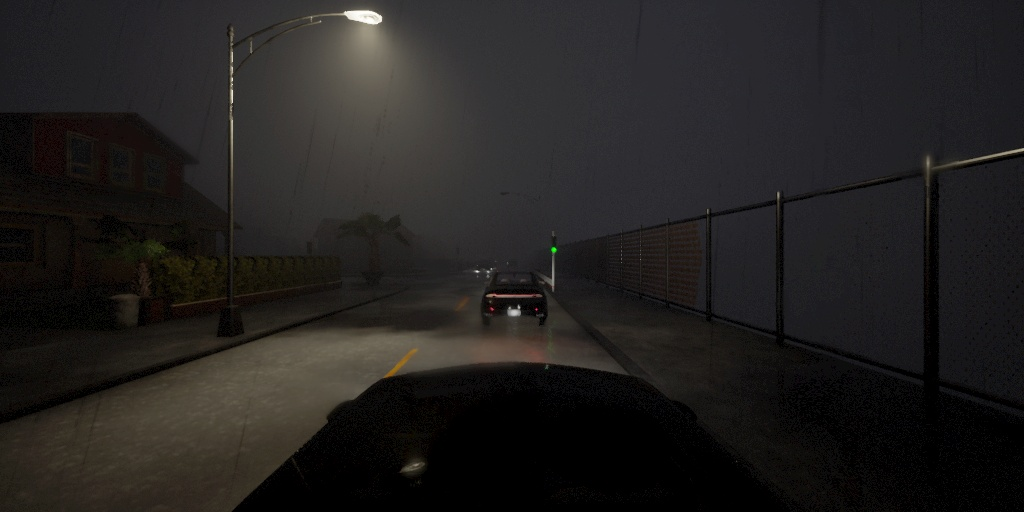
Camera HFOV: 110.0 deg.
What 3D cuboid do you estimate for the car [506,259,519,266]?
[{"bbox_3d":[0.109,1.283,64.511,1.837,1.490,4.892,0,0,0],"label":"car"}]

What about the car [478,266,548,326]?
[{"bbox_3d":[0.077,1.247,11.669,2.128,1.511,4.902,0,0,0],"label":"car"}]

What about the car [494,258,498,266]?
[{"bbox_3d":[-4.065,1.324,61.676,2.033,1.411,5.357,0,0,0],"label":"car"}]

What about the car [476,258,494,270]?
[{"bbox_3d":[-4.086,1.277,51.810,1.837,1.490,4.892,0,0,0],"label":"car"}]
